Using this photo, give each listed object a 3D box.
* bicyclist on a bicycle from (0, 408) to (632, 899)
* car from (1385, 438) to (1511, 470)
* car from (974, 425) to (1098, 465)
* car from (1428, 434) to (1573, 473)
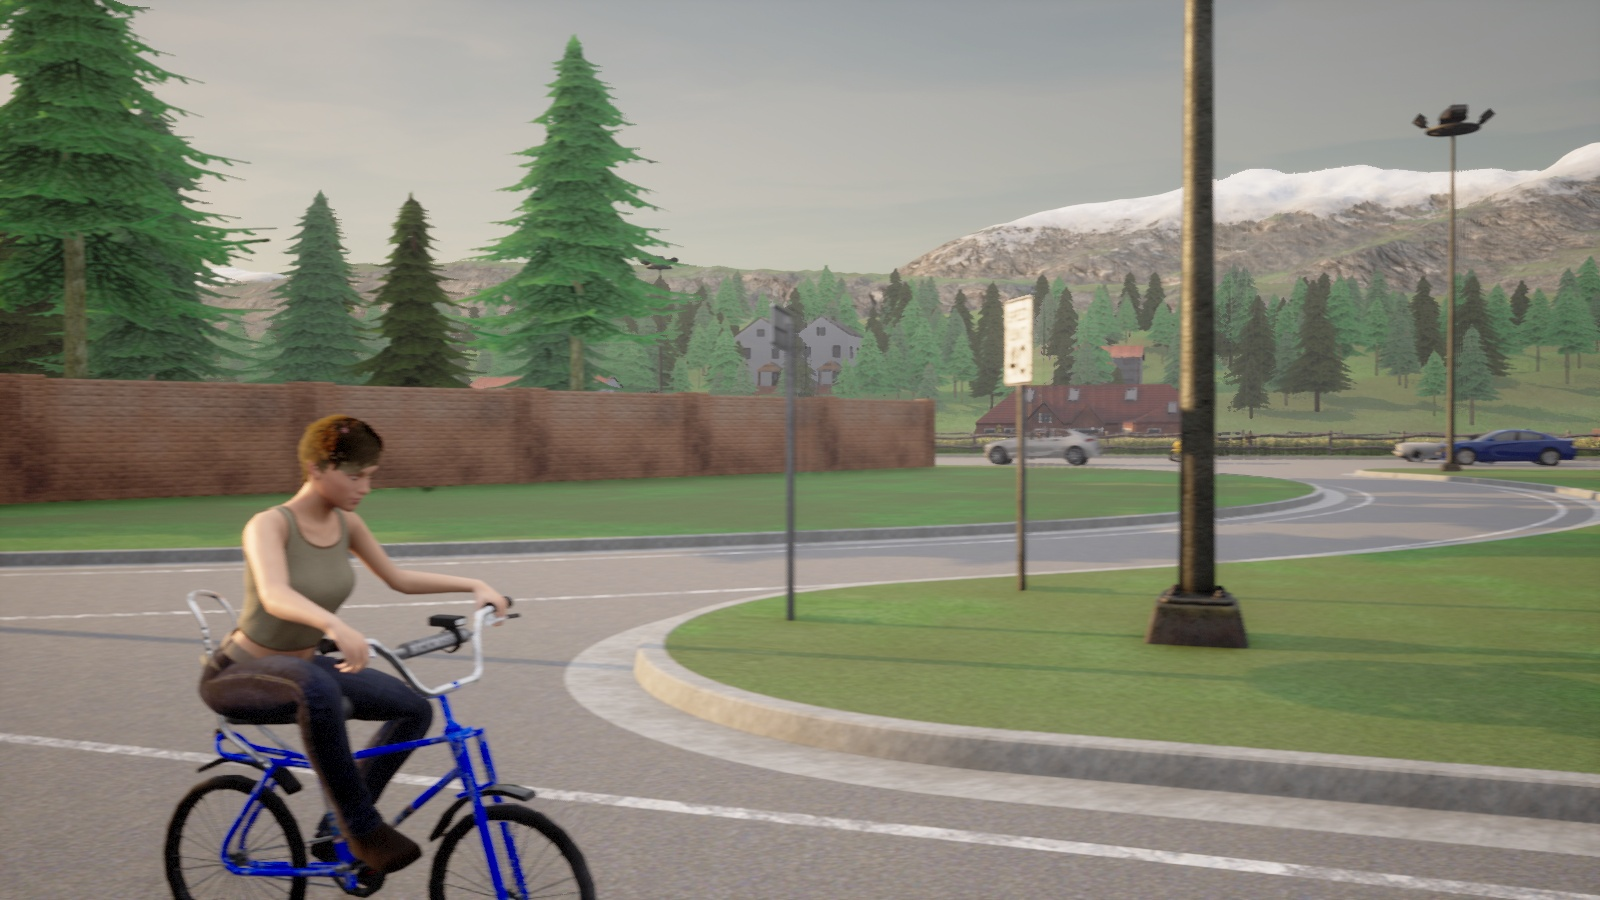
[{"bbox_3d":[-1.369,0.692,3.658,1.509,1.612,0.866,1,1,19],"label":"bicyclist on a bicycle"},{"bbox_3d":[28.758,0.162,55.883,4.718,1.301,1.895,1,1,19],"label":"car"},{"bbox_3d":[10.288,-0.253,54.755,5.027,1.651,2.152,1,1,19],"label":"car"},{"bbox_3d":[28.972,0.103,52.112,5.008,1.535,1.882,1,1,19],"label":"car"}]
